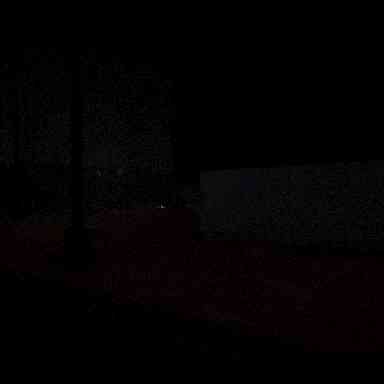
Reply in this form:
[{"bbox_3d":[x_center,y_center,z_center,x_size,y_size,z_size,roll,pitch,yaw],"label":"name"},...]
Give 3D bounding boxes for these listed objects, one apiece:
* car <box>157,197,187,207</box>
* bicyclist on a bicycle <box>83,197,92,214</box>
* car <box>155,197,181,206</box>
[{"bbox_3d":[-3.037,1.679,53.549,2.033,1.411,5.357,-1,-1,37],"label":"car"},{"bbox_3d":[-10.127,1.310,31.850,1.656,1.620,0.582,-1,-1,37],"label":"bicyclist on a bicycle"},{"bbox_3d":[-4.108,1.700,58.074,1.837,1.490,4.892,-1,-1,37],"label":"car"}]
